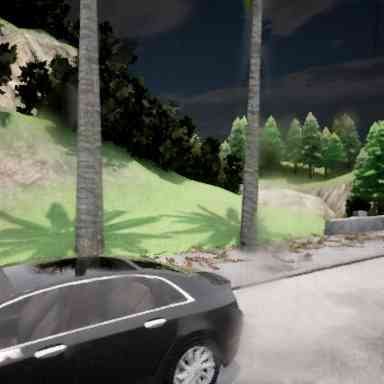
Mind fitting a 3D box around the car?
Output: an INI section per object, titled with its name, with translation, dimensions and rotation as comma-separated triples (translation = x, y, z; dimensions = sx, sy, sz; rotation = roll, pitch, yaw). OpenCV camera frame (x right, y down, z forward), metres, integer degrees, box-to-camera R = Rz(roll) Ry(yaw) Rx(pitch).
[car]
translation = -1.616, 1.509, 3.453
dimensions = 4.892, 1.490, 1.837
rotation = 1, 0, -35
